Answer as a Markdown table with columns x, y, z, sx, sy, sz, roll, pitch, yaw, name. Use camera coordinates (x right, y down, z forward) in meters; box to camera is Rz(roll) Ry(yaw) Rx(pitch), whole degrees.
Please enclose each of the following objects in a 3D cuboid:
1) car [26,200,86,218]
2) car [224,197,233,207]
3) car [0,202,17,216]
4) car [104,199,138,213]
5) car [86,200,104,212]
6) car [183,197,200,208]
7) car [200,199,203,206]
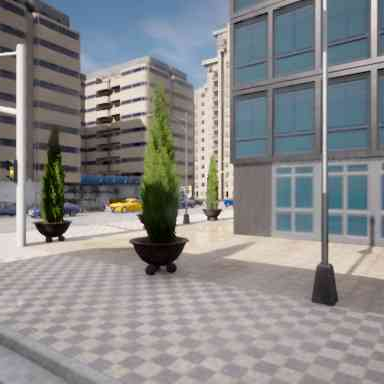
| x | y | z | sx | sy | sz | roll | pitch | yaw | name |
| --- | --- | --- | --- | --- | --- | --- | --- | --- | --- |
| -12.428 | 1.572 | 30.182 | 1.812 | 1.442 | 4.674 | 0 | 0 | 35 | car |
| 6.740 | 1.525 | 50.885 | 1.882 | 1.535 | 5.008 | 0 | 0 | 35 | car |
| -17.084 | 1.593 | 29.700 | 2.033 | 1.411 | 5.357 | 0 | 0 | 35 | car |
| -7.105 | 1.524 | 37.731 | 1.882 | 1.535 | 5.008 | 0 | 0 | 35 | car |
| -11.748 | 1.609 | 37.230 | 1.994 | 1.385 | 4.181 | 0 | 0 | 35 | car |
| -1.327 | 1.572 | 45.860 | 1.812 | 1.442 | 4.674 | 0 | 0 | 35 | car |
| 0.031 | 1.571 | 53.783 | 1.812 | 1.442 | 4.674 | 0 | 0 | 36 | car |
